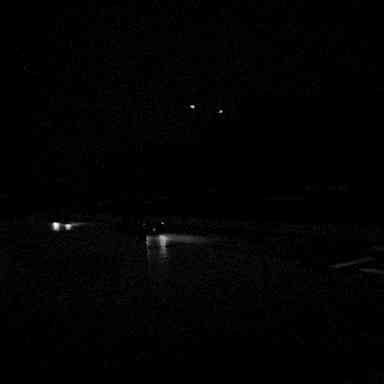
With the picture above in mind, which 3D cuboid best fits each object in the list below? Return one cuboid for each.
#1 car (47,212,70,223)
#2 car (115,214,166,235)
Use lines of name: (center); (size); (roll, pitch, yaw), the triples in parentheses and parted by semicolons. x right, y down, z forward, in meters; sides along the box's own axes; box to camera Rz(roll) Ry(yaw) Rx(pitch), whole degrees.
car: (-17.269, 3.229, 43.083); (1.895, 1.301, 4.718); (0, -2, -35)
car: (-3.809, 2.287, 24.057); (1.895, 1.301, 4.718); (0, -2, -35)
